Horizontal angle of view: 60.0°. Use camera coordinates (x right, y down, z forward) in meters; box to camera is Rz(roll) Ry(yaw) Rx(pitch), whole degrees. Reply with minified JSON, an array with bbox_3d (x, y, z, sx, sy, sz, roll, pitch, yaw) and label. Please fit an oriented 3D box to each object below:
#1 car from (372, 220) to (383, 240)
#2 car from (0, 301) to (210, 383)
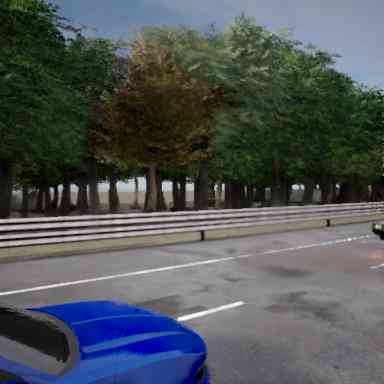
[{"bbox_3d":[10.425,1.556,15.483,4.718,1.301,1.895,0,0,-36],"label":"car"},{"bbox_3d":[-2.119,1.478,2.235,5.008,1.535,1.882,0,0,-36],"label":"car"}]
